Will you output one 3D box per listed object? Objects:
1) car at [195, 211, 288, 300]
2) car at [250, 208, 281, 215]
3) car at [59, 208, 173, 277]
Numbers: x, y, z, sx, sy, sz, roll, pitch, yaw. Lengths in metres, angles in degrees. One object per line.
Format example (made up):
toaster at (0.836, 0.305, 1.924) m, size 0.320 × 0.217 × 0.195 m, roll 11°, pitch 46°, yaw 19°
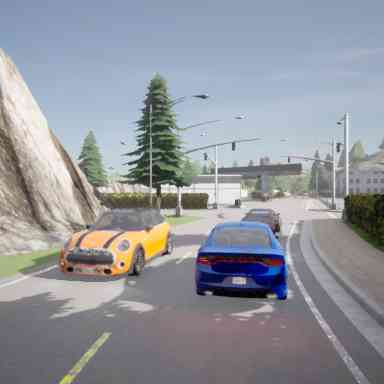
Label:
car at (1.304, 1.478, 8.553) m, size 1.882 × 1.535 × 5.008 m, roll 0°, pitch 0°, yaw 10°
car at (3.720, 1.564, 17.739) m, size 1.994 × 1.385 × 4.181 m, roll 0°, pitch 0°, yaw 17°
car at (-2.105, 1.352, 10.408) m, size 2.097 × 1.767 × 4.553 m, roll 0°, pitch 0°, yaw 12°
